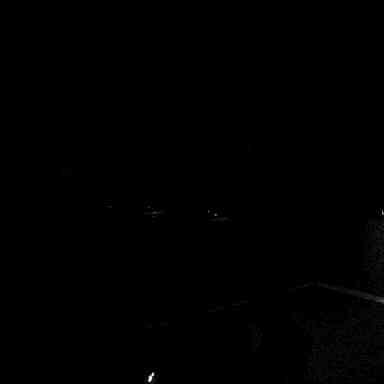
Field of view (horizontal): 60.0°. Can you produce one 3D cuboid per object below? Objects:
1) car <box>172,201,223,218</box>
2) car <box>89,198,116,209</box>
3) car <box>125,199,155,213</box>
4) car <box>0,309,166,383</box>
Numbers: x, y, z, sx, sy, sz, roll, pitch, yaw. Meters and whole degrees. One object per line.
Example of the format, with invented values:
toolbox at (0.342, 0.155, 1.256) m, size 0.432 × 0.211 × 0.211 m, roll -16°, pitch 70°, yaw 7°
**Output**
car at (0.321, 1.524, 29.775) m, size 2.033 × 1.411 × 5.357 m, roll 0°, pitch 0°, yaw -39°
car at (-12.362, 1.524, 45.605) m, size 2.033 × 1.411 × 5.357 m, roll 0°, pitch 0°, yaw -39°
car at (-5.885, 1.541, 37.505) m, size 1.994 × 1.385 × 4.181 m, roll 0°, pitch 0°, yaw -39°
car at (-2.434, 1.491, 1.998) m, size 4.902 × 1.511 × 2.128 m, roll 0°, pitch 0°, yaw -36°
